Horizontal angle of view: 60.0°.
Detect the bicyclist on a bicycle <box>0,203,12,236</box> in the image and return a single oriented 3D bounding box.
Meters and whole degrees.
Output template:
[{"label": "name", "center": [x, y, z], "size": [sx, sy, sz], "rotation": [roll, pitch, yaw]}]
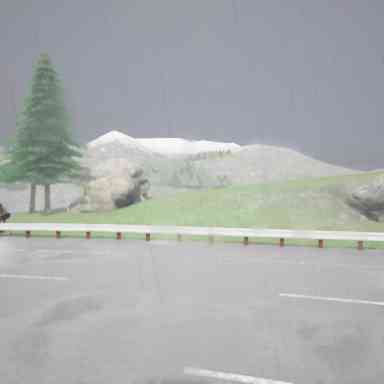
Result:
[{"label": "bicyclist on a bicycle", "center": [-9.205, 1.372, 16.096], "size": [0.582, 1.620, 1.656], "rotation": [0, -4, 6]}]
